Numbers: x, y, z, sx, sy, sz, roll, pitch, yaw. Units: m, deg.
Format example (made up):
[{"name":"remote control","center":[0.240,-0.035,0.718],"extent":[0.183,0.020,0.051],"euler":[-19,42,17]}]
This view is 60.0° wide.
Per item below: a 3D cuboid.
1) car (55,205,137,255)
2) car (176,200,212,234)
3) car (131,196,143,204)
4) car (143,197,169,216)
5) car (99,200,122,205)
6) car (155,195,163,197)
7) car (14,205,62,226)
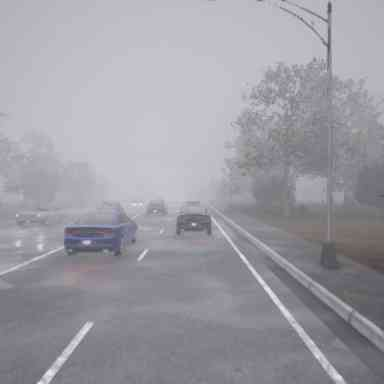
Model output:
[{"name":"car","center":[-3.412,1.480,13.259],"extent":[1.882,1.535,5.008],"euler":[0,0,0]},{"name":"car","center":[0.100,1.480,19.220],"extent":[1.882,1.535,5.008],"euler":[0,0,0]},{"name":"car","center":[-10.488,1.559,64.586],"extent":[1.994,1.385,4.181],"euler":[0,0,1]},{"name":"car","center":[-3.399,1.510,33.087],"extent":[1.837,1.490,4.892],"euler":[0,0,0]},{"name":"car","center":[-7.096,1.496,28.537],"extent":[2.128,1.511,4.902],"euler":[0,0,0]},{"name":"car","center":[-6.920,1.463,69.717],"extent":[1.837,1.490,4.892],"euler":[0,0,1]},{"name":"car","center":[-10.600,1.604,23.677],"extent":[1.895,1.301,4.718],"euler":[0,0,0]}]
